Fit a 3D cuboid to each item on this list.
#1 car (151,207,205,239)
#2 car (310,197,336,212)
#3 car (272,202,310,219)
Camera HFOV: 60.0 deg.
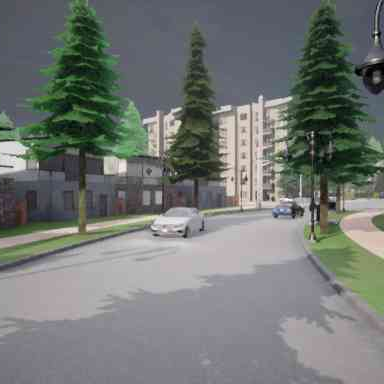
[{"bbox_3d":[-0.587,1.542,17.853,1.812,1.442,4.674,0,0,18],"label":"car"},{"bbox_3d":[15.810,1.389,39.777,2.097,1.767,4.553,0,0,40],"label":"car"},{"bbox_3d":[8.776,1.575,30.028,2.033,1.411,5.357,0,0,30],"label":"car"}]
